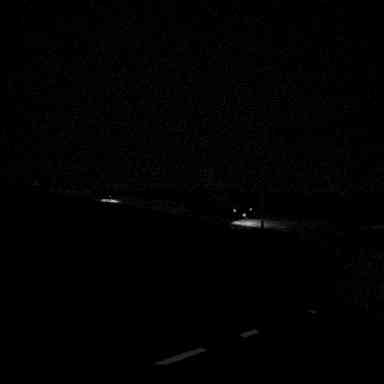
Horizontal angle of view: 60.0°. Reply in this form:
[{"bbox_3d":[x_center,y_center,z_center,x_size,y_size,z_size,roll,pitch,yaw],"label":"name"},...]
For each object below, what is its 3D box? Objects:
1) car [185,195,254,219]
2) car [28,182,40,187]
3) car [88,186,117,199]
[{"bbox_3d":[1.625,0.900,22.278,2.033,1.411,5.357,-1,3,-36],"label":"car"},{"bbox_3d":[-39.435,-1.618,84.091,1.812,1.442,4.674,-1,1,-36],"label":"car"},{"bbox_3d":[-10.728,0.044,39.421,2.033,1.411,5.357,-1,3,-36],"label":"car"}]
